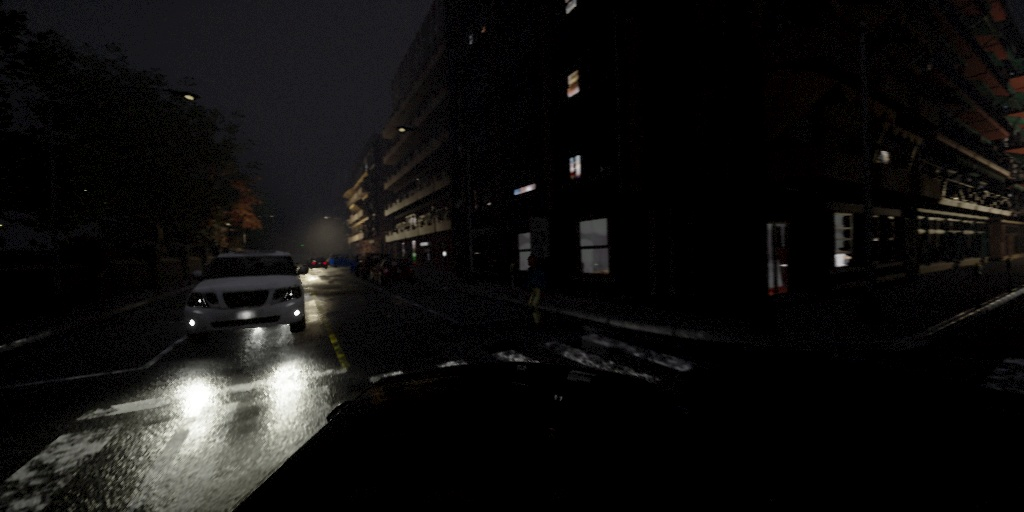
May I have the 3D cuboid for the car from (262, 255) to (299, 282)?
[{"bbox_3d":[-17.329,0.877,27.018,2.097,1.767,4.553,-2,1,-31],"label":"car"}]

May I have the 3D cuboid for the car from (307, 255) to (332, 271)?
[{"bbox_3d":[-23.410,0.871,43.301,2.033,1.411,5.357,-2,1,-31],"label":"car"}]

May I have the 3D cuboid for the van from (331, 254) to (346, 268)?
[{"bbox_3d":[-21.549,0.585,45.245,1.690,1.789,3.998,0,0,-31],"label":"van"}]

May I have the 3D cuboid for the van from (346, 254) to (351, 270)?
[{"bbox_3d":[-12.987,0.690,31.057,1.690,1.789,3.998,0,0,-31],"label":"van"}]

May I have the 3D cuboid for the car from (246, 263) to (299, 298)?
[{"bbox_3d":[-12.143,1.153,18.427,1.994,1.385,4.181,-2,1,-31],"label":"car"}]

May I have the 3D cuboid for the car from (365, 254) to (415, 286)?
[{"bbox_3d":[-7.280,0.859,21.599,1.967,1.591,4.097,0,0,-31],"label":"car"}]

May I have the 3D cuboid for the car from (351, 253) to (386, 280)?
[{"bbox_3d":[-10.134,0.699,26.328,2.192,1.841,5.009,0,0,-31],"label":"car"}]

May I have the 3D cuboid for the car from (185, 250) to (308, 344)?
[{"bbox_3d":[-7.017,0.874,9.902,2.150,2.045,5.566,-2,1,-31],"label":"car"}]

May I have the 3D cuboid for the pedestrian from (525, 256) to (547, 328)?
[{"bbox_3d":[0.568,0.806,8.716,0.375,1.860,0.375,-1,0,-31],"label":"pedestrian"}]
